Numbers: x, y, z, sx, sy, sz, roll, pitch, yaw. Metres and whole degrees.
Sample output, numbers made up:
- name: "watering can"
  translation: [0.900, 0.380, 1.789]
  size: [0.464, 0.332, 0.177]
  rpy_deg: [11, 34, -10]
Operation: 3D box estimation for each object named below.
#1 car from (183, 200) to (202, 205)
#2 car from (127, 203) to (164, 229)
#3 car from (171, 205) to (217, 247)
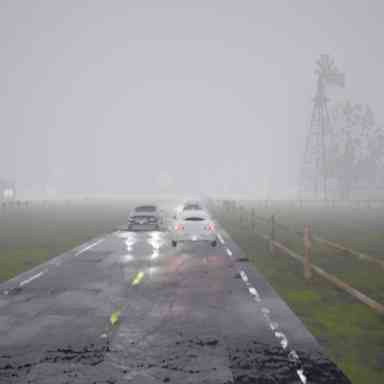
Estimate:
- name: "car"
  translation: [0.083, 1.503, 33.099]
  size: [1.994, 1.385, 4.181]
  rpy_deg: [0, 0, 0]
- name: "car"
  translation: [-2.858, 1.467, 21.201]
  size: [1.837, 1.490, 4.892]
  rpy_deg: [0, 0, 0]
- name: "car"
  translation: [0.088, 1.500, 14.794]
  size: [1.812, 1.442, 4.674]
  rpy_deg: [0, 0, 0]
